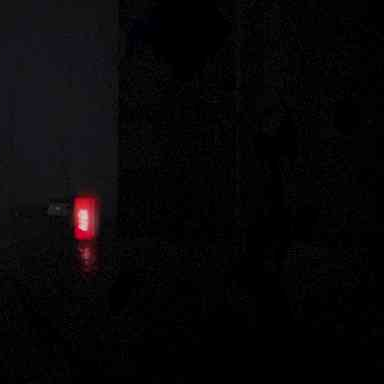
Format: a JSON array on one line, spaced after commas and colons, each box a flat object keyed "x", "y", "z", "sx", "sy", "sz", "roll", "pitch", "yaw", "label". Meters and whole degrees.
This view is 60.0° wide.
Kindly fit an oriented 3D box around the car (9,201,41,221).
[{"x": -12.991, "y": 1.530, "z": 27.663, "sx": 1.882, "sy": 1.535, "sz": 5.008, "roll": 0, "pitch": 0, "yaw": 7, "label": "car"}]

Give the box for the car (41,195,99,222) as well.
[{"x": -9.582, "y": 1.289, "z": 27.217, "sx": 2.150, "sy": 2.045, "sz": 5.566, "roll": 0, "pitch": 0, "yaw": 7, "label": "car"}]

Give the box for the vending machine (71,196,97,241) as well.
[{"x": -5.140, "y": 1.239, "z": 15.900, "sx": 1.100, "sy": 2.100, "sz": 0.880, "roll": 0, "pitch": 0, "yaw": -12, "label": "vending machine"}]
